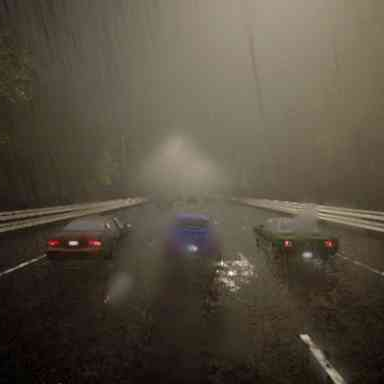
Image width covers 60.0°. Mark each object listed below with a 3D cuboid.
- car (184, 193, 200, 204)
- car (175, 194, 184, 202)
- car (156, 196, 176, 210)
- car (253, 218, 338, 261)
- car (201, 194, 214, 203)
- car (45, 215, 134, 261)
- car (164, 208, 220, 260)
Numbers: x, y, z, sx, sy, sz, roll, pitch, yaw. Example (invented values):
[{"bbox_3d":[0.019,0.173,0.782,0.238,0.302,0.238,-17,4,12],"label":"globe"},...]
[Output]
[{"bbox_3d":[0.042,1.388,65.258,2.097,1.767,4.553,0,0,0],"label":"car"},{"bbox_3d":[-3.449,1.513,79.427,1.882,1.535,5.008,0,0,0],"label":"car"},{"bbox_3d":[-3.473,1.560,43.379,1.812,1.442,4.674,0,0,0],"label":"car"},{"bbox_3d":[3.507,1.614,12.306,1.895,1.301,4.718,0,0,0],"label":"car"},{"bbox_3d":[3.546,1.390,71.517,2.097,1.767,4.553,0,0,0],"label":"car"},{"bbox_3d":[-3.493,1.564,12.310,2.033,1.411,5.357,0,0,0],"label":"car"},{"bbox_3d":[0.007,1.541,12.310,1.812,1.442,4.674,0,0,0],"label":"car"}]
